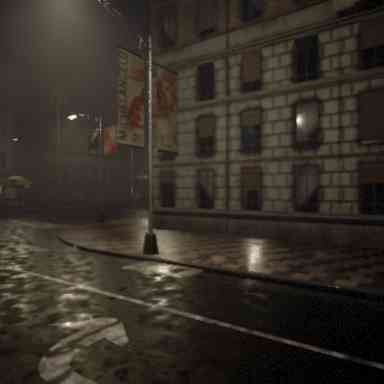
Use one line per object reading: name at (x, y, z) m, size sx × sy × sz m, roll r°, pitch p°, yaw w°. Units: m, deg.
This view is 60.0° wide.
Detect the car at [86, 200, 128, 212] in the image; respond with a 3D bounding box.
car at (-9.831, 1.602, 38.646) m, size 1.895 × 1.301 × 4.718 m, roll 0°, pitch 0°, yaw 36°
